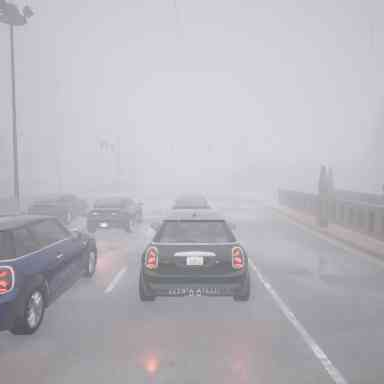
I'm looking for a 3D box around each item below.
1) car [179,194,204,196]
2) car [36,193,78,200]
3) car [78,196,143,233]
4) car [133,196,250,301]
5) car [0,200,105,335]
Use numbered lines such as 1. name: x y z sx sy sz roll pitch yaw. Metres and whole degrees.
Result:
1. car: -0.040 0.820 17.357 1.882 1.535 5.008 0 3 0
2. car: -7.047 0.808 17.938 1.837 1.490 4.892 0 3 -1
3. car: -3.532 0.937 15.776 1.837 1.490 4.892 0 3 0
4. car: 0.037 1.184 8.125 2.097 1.767 4.553 0 2 0
5. car: -3.451 1.232 6.688 2.097 1.767 4.553 0 2 -1
